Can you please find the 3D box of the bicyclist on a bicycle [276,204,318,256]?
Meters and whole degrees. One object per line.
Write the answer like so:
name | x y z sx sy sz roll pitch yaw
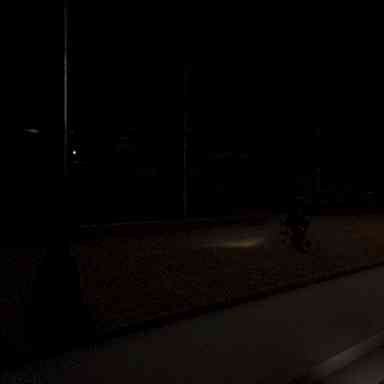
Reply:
bicyclist on a bicycle | 3.338 1.198 10.748 0.582 1.620 1.656 0 -2 -36
